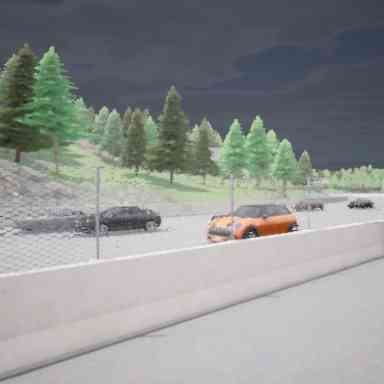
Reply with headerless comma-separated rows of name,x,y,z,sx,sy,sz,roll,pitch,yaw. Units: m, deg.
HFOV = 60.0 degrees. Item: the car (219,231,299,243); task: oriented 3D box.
car,2.813,1.352,15.094,4.553,1.767,2.097,0,0,-39
